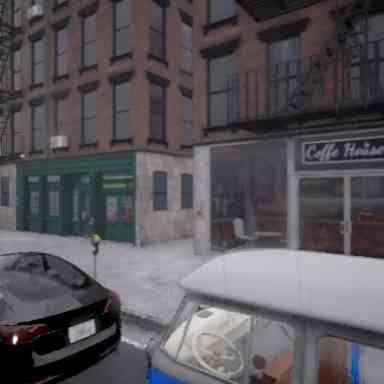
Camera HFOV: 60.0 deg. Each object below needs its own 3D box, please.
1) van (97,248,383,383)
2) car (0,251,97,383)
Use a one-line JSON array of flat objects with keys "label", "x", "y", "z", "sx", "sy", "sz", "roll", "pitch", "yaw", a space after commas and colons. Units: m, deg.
[{"label": "van", "x": 1.504, "y": 1.341, "z": 1.738, "sx": 3.998, "sy": 1.788, "sz": 1.690, "roll": 0, "pitch": 0, "yaw": 36}, {"label": "car", "x": -2.900, "y": 1.565, "z": 4.880, "sx": 4.313, "sy": 1.339, "sz": 1.947, "roll": 0, "pitch": 0, "yaw": 36}]
